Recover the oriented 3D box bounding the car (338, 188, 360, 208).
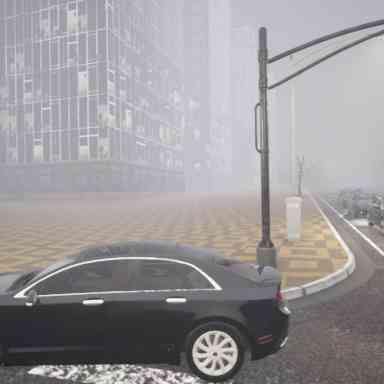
[{"bbox_3d":[12.938,0.454,26.828,2.128,1.511,4.902,-1,2,18],"label":"car"}]

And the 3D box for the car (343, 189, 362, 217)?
[{"bbox_3d":[10.964,0.760,20.757,1.994,1.385,4.181,-1,2,17],"label":"car"}]

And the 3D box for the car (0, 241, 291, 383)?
[{"bbox_3d":[-1.121,1.505,4.785,4.892,1.490,1.837,0,0,0],"label":"car"}]

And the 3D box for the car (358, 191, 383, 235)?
[{"bbox_3d":[8.937,0.928,14.456,2.128,1.511,4.902,-1,2,18],"label":"car"}]
